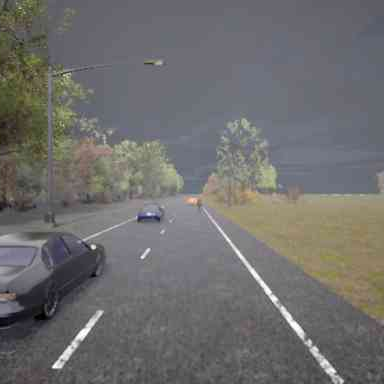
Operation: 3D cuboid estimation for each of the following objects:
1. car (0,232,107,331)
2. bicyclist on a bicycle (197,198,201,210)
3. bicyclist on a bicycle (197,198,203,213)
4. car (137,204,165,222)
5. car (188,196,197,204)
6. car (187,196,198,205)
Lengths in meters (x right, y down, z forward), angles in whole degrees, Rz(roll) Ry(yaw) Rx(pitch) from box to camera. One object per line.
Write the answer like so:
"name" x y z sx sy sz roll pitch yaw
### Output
"car" -3.399 1.585 7.291 2.033 1.411 5.357 0 0 0
"bicyclist on a bicycle" 0.986 1.693 47.123 0.582 1.620 1.656 0 -1 0
"bicyclist on a bicycle" 0.981 1.647 38.122 0.582 1.620 1.656 0 -1 0
"car" -3.388 1.708 28.212 1.994 1.385 4.181 0 0 0
"car" 0.040 1.752 77.843 2.097 1.767 4.553 0 0 0
"car" 0.076 1.705 68.808 2.097 1.767 4.553 0 0 1
